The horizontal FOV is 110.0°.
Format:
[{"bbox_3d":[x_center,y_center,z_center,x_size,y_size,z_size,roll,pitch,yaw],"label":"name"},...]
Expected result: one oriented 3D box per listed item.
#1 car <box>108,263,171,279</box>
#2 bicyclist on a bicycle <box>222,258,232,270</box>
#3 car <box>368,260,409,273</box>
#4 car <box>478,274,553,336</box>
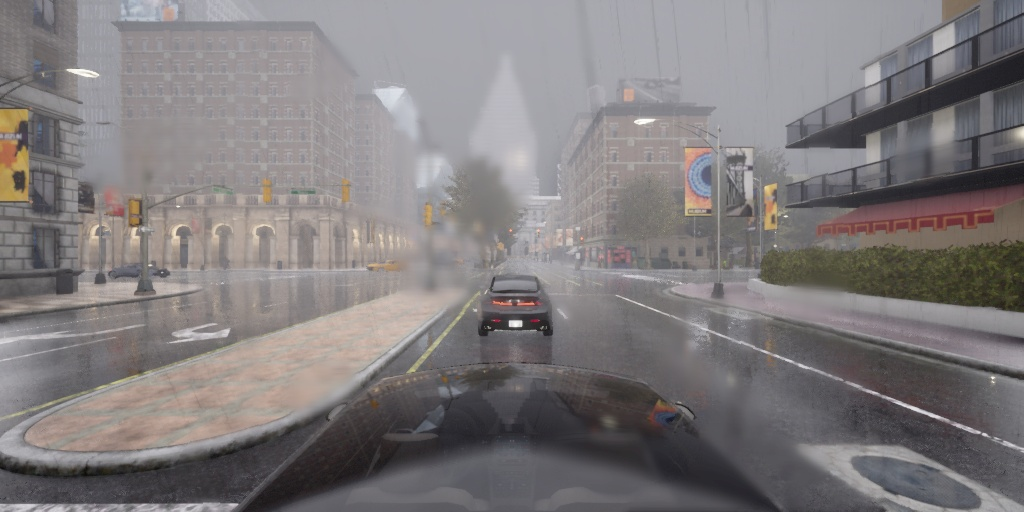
[{"bbox_3d":[-33.556,1.314,32.352,4.181,1.385,1.994,0,0,0],"label":"car"},{"bbox_3d":[-37.171,1.050,46.808,0.582,1.620,1.656,0,0,0],"label":"bicyclist on a bicycle"},{"bbox_3d":[-14.884,1.228,43.477,1.882,1.535,5.008,1,1,39],"label":"car"},{"bbox_3d":[0.101,1.255,10.369,1.837,1.490,4.892,0,0,0],"label":"car"}]
